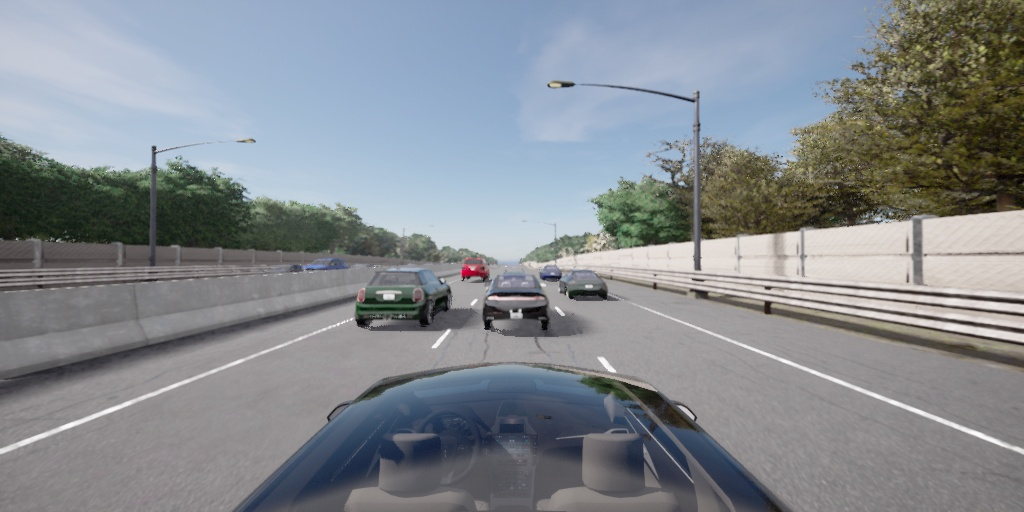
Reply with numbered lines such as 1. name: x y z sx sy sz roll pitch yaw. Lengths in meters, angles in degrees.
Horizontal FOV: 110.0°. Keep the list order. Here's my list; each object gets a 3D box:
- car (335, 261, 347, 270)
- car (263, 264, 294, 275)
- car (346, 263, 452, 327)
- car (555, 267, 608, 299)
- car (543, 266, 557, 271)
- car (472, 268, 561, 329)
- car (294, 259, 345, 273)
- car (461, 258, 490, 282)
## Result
1. car: -13.997 1.498 33.149 1.882 1.535 5.008 0 -1 0
2. car: -20.996 1.529 33.472 1.837 1.490 4.892 0 -1 0
3. car: -3.383 1.166 12.022 2.097 1.767 4.553 0 0 0
4. car: 3.650 1.430 18.950 1.994 1.385 4.181 0 0 0
5. car: 3.703 1.606 34.532 1.994 1.385 4.181 0 -1 0
6. car: 0.116 1.304 11.470 2.128 1.511 4.902 0 0 0
7. car: -17.496 1.252 33.668 2.150 2.045 5.566 0 -1 0
8. car: -3.302 1.240 32.998 2.150 2.045 5.566 0 -1 0
